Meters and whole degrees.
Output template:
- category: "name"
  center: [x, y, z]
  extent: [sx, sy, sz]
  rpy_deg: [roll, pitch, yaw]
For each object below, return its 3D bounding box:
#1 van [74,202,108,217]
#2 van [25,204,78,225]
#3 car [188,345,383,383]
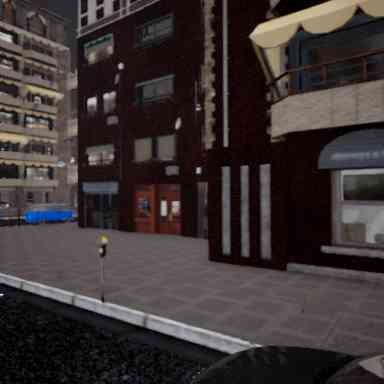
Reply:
- category: "van"
  center: [-13.042, 2.217, 43.182]
  extent: [1.690, 1.788, 3.998]
  rpy_deg: [-2, -2, 35]
- category: "van"
  center: [-12.479, 1.941, 29.262]
  extent: [1.690, 1.788, 3.998]
  rpy_deg: [-2, -2, 35]
- category: "car"
  center: [1.788, 1.546, 1.599]
  extent: [4.403, 1.369, 2.008]
  rpy_deg: [-1, 0, 35]
